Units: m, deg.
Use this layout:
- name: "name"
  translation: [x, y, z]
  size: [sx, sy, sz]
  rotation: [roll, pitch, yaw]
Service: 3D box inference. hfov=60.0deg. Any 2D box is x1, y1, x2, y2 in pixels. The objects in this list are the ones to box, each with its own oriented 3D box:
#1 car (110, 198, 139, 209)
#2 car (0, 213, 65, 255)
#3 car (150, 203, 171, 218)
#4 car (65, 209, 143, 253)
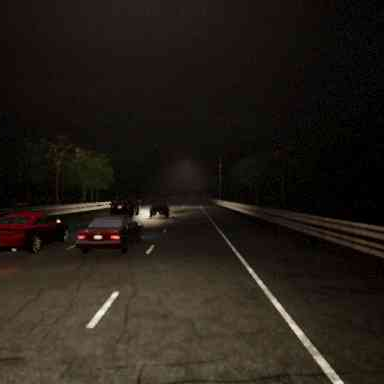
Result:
- name: "car"
  translation: [-6.875, 1.605, 34.401]
  size: [2.150, 2.045, 5.566]
  rotation: [0, -1, 0]
- name: "car"
  translation: [-6.889, 1.634, 14.187]
  size: [1.882, 1.535, 5.008]
  rotation: [0, -1, 0]
- name: "car"
  translation: [-3.375, 1.899, 35.352]
  size: [1.837, 1.490, 4.892]
  rotation: [0, -1, 0]
- name: "car"
  translation: [-3.392, 1.707, 14.502]
  size: [2.033, 1.411, 5.357]
  rotation: [0, -1, 0]
